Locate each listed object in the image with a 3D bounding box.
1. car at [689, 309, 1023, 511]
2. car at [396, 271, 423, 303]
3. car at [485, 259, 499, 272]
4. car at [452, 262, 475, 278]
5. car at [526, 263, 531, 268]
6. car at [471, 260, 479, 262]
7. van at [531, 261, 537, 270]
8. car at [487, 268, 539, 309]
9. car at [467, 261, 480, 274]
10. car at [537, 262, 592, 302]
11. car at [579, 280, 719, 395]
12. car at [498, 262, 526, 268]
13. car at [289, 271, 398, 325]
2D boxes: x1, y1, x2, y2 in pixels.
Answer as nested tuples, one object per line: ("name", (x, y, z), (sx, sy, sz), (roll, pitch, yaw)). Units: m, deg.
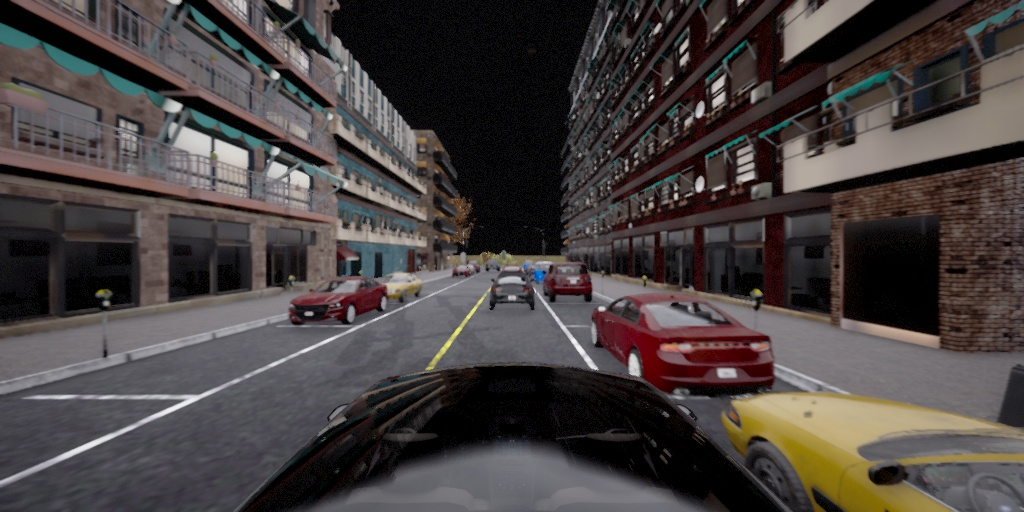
("car", (2.689, 1.269, 1.202), (1.751, 1.417, 4.829), (0, 0, 0))
("car", (-5.690, 1.441, 17.806), (1.751, 1.417, 4.829), (0, 0, 0))
("car", (-3.080, 1.512, 57.333), (2.150, 2.045, 5.566), (0, -1, 0))
("car", (-5.688, 1.683, 40.638), (1.888, 1.381, 4.507), (0, 0, 0))
("car", (2.693, 1.689, 40.686), (2.007, 1.370, 4.403), (0, 0, 0))
("car", (-5.687, 1.557, 51.968), (2.192, 1.841, 5.009), (0, 0, 0))
("van", (2.692, 1.370, 29.356), (1.690, 1.789, 3.998), (0, 0, 0))
("car", (0.022, 1.419, 15.727), (1.812, 1.442, 4.674), (0, 0, 0))
("car", (-5.687, 1.741, 46.303), (2.007, 1.370, 4.403), (0, 0, 0))
("car", (2.691, 1.231, 18.027), (2.192, 1.841, 5.009), (0, 0, 0))
("car", (2.689, 1.347, 6.697), (1.888, 1.381, 4.507), (0, 0, 0))
("car", (0.026, 1.523, 31.084), (1.882, 1.535, 5.008), (0, 0, 0))
("car", (-5.691, 1.404, 12.310), (1.888, 1.381, 4.507), (0, 0, 0))
